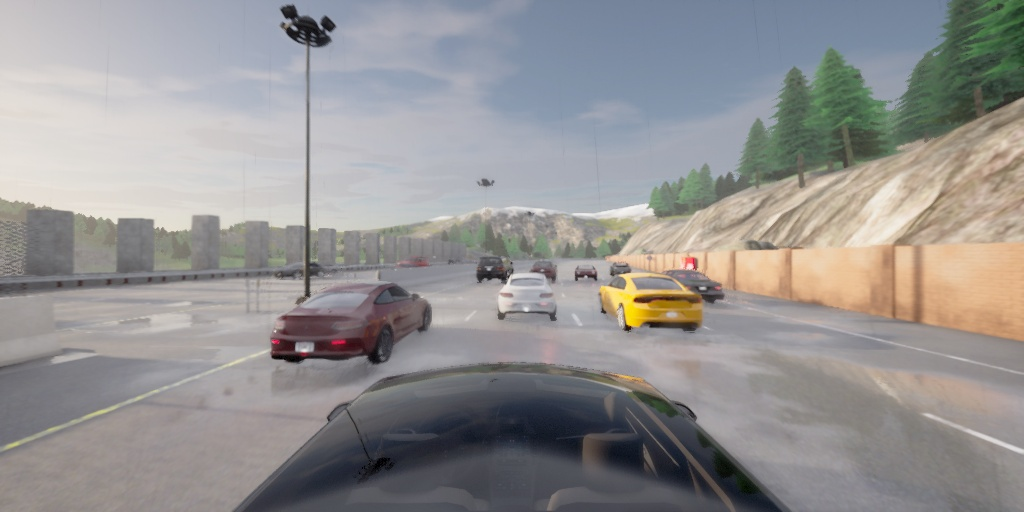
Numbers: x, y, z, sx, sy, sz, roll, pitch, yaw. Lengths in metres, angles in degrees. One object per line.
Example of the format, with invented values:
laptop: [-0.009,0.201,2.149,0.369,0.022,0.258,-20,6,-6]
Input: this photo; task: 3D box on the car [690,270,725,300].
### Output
car: [7.901,1.356,16.872,2.033,1.411,5.357,0,0,6]

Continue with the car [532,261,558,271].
car: [2.777,1.177,30.599,2.097,1.767,4.553,0,0,9]

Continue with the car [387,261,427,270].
car: [-10.706,1.400,36.072,1.895,1.301,4.718,0,0,11]

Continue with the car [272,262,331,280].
car: [-18.575,1.274,31.550,1.837,1.490,4.892,0,-1,9]

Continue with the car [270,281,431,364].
car: [-3.200,1.281,7.995,1.812,1.442,4.674,0,0,2]

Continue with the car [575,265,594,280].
car: [6.566,1.441,32.086,1.895,1.301,4.718,0,0,10]

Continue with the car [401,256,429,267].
car: [-12.444,1.040,45.173,2.150,2.045,5.566,0,-1,12]

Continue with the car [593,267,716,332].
car: [3.958,1.261,11.037,1.882,1.535,5.008,0,0,3]

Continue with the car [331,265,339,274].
car: [-20.910,1.377,38.613,1.895,1.301,4.718,0,0,11]

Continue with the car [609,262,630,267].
car: [10.994,1.356,36.551,2.128,1.511,4.902,0,0,11]

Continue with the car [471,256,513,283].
car: [-1.216,1.031,28.109,2.150,2.045,5.566,0,0,9]

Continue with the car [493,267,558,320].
car: [0.574,1.303,12.734,1.812,1.442,4.674,0,0,4]

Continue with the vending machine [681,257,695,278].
vending machine: [14.650,1.053,29.870,1.100,2.100,0.880,0,0,11]
